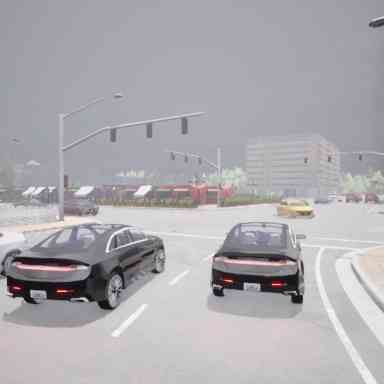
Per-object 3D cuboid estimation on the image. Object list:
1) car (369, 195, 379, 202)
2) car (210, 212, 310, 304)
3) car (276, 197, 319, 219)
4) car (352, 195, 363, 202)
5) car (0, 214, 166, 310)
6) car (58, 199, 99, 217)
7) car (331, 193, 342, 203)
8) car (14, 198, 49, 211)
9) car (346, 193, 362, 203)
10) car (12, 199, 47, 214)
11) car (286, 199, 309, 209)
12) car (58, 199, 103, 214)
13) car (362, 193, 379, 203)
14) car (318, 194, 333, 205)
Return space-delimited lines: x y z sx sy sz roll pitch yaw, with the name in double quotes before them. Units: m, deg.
"car" 42.319 1.524 77.306 1.812 1.442 4.674 0 0 32
"car" 1.764 1.491 8.294 2.128 1.511 4.902 0 0 16
"car" 9.088 1.525 29.813 1.882 1.535 5.008 -1 0 -6
"car" 39.554 1.539 79.492 2.033 1.411 5.357 0 0 32
"car" -2.053 1.491 7.909 2.128 1.511 4.902 0 0 12
"car" -11.065 1.619 32.404 4.181 1.385 1.994 0 0 32
"car" 31.299 1.220 72.732 2.150 2.045 5.566 0 0 32
"car" -20.445 1.581 42.404 4.674 1.442 1.812 0 0 32
"car" 33.993 1.225 70.429 2.150 2.045 5.566 0 0 32
"car" -18.187 1.619 36.866 4.181 1.385 1.994 0 0 32
"car" 14.509 1.600 45.556 1.895 1.301 4.718 0 0 31
"car" -12.635 1.546 37.527 4.902 1.511 2.128 0 0 32
"car" 36.783 1.225 68.284 2.150 2.045 5.566 0 0 32
"car" 23.394 1.547 59.923 2.033 1.411 5.357 0 0 32
